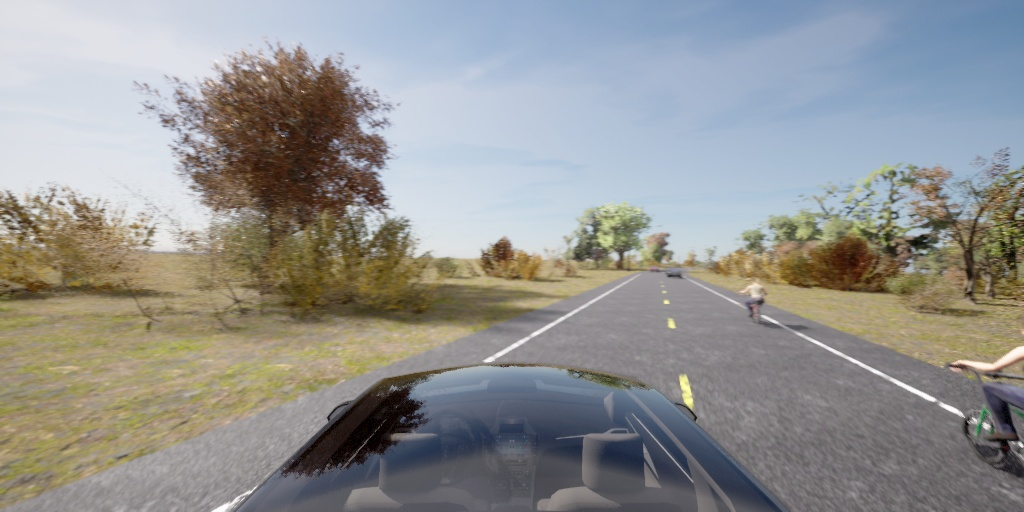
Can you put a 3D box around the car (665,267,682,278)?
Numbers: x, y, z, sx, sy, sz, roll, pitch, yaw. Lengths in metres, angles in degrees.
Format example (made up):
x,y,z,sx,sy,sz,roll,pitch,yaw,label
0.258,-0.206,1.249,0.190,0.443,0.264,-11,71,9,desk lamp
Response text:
x,y,z,sx,sy,sz,roll,pitch,yaw,label
24.126,2.572,53.348,1.994,1.385,4.181,1,-1,22,car

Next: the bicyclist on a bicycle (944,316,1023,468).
x,y,z,sx,sy,sz,roll,pitch,yaw,label
4.745,1.328,3.292,0.866,1.612,1.509,1,-1,22,bicyclist on a bicycle

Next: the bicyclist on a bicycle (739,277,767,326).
x,y,z,sx,sy,sz,roll,pitch,yaw,label
8.413,1.544,12.447,0.866,1.612,1.509,1,-1,22,bicyclist on a bicycle
